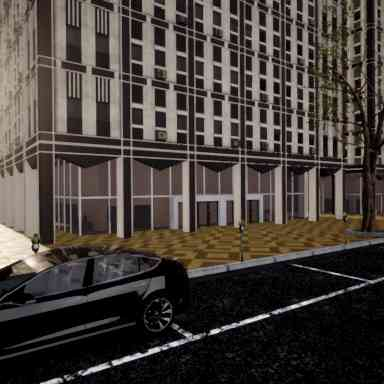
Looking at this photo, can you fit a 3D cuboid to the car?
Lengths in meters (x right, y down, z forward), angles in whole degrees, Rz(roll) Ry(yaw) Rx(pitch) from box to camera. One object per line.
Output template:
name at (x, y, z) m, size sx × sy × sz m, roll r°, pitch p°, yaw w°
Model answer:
car at (-2.034, 1.566, 5.116) m, size 4.313 × 1.339 × 1.947 m, roll 0°, pitch -1°, yaw -35°
